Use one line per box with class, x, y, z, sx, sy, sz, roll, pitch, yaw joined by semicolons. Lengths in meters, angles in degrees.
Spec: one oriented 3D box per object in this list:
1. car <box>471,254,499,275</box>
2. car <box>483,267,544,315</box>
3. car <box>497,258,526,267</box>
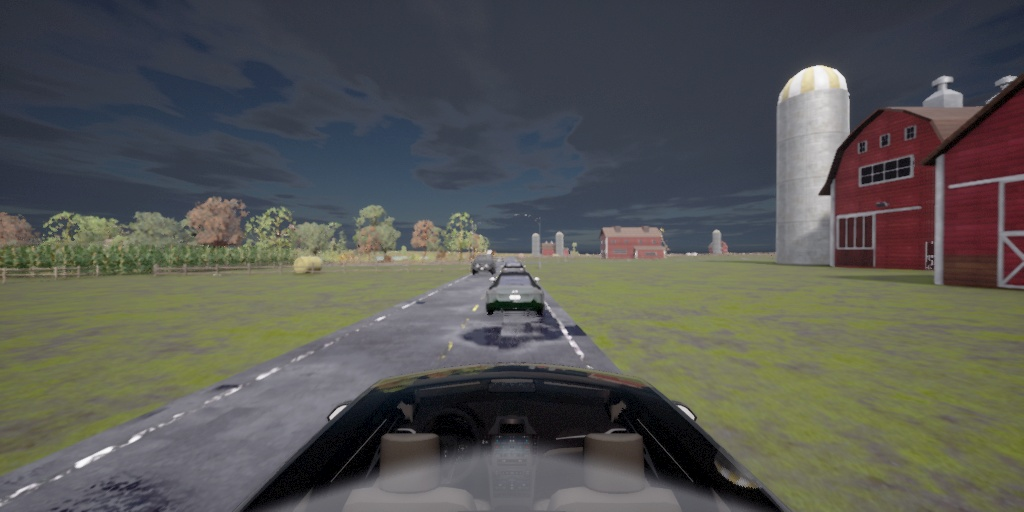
car;-2.786;0.858;36.456;2.150;2.045;5.566;0;0;1
car;0.099;1.277;13.433;1.994;1.385;4.181;0;0;0
car;0.110;1.152;29.000;2.128;1.511;4.902;0;0;0
